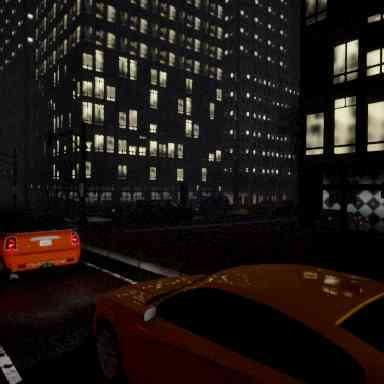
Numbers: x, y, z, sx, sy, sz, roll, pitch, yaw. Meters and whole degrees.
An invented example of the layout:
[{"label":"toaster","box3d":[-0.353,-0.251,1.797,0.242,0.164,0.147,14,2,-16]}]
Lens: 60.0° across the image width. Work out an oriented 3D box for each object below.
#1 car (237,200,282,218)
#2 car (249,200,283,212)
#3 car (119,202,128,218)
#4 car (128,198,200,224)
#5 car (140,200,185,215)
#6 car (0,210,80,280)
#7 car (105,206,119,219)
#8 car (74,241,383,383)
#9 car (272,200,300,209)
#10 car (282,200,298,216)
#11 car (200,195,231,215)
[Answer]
[{"label":"car","box3d":[6.719,1.832,33.908,4.829,1.417,1.752,1,0,-39]},{"label":"car","box3d":[9.793,1.814,43.837,4.674,1.442,1.812,1,1,-39]},{"label":"car","box3d":[-3.459,1.648,28.971,5.008,1.535,1.882,0,1,-39]},{"label":"car","box3d":[-2.168,1.523,26.691,5.009,1.841,2.192,1,0,-39]},{"label":"car","box3d":[-3.208,1.647,36.643,4.829,1.417,1.752,1,0,-39]},{"label":"car","box3d":[-5.188,1.347,10.313,2.097,1.767,4.553,0,0,-40]},{"label":"car","box3d":[-5.781,1.642,31.216,4.674,1.442,1.812,1,1,-38]},{"label":"car","box3d":[0.739,1.476,3.261,1.882,1.535,5.008,0,0,-40]},{"label":"car","box3d":[14.433,1.881,50.964,4.313,1.339,1.947,1,0,-39]},{"label":"car","box3d":[10.965,1.936,37.356,4.206,1.307,1.802,1,0,-39]},{"label":"car","box3d":[1.903,1.423,37.435,5.566,2.045,2.150,1,1,-39]}]
